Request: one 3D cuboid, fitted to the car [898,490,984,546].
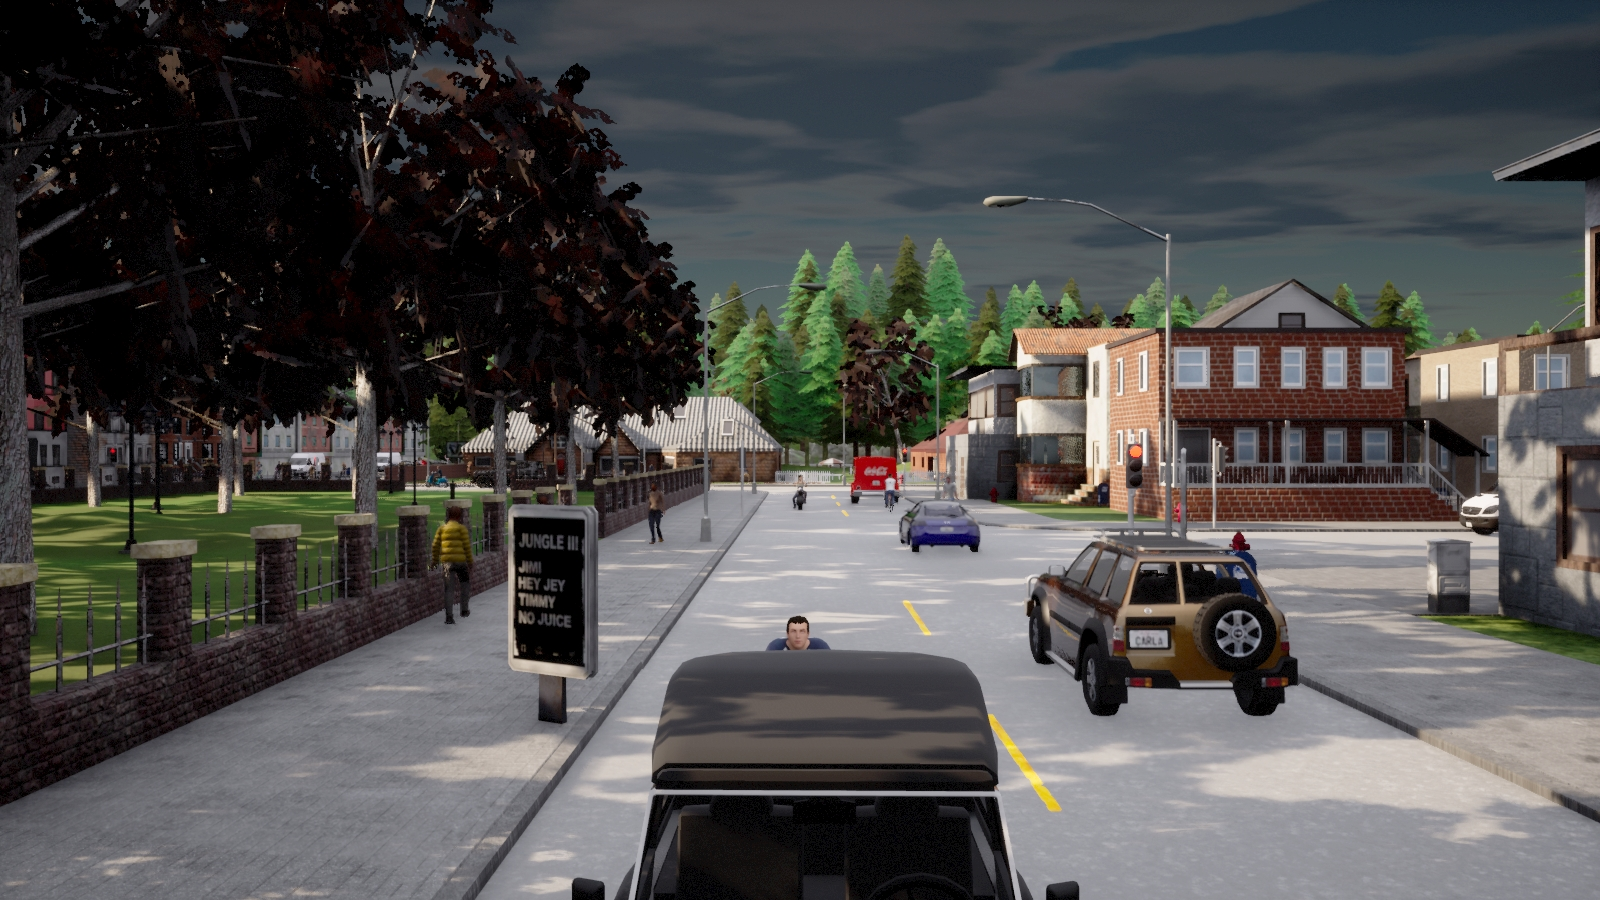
[{"bbox_3d":[4.003,1.912,33.124,1.994,1.385,4.181,0,0,0],"label":"car"}]

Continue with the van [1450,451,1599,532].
[{"bbox_3d":[24.712,1.329,37.232,5.915,2.561,1.988,0,0,0],"label":"van"}]

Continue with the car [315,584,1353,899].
[{"bbox_3d":[0.090,1.640,4.031,1.905,1.878,3.866,0,0,1],"label":"car"}]

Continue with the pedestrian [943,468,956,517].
[{"bbox_3d":[5.819,1.646,44.516,0.375,1.860,0.375,0,0,45],"label":"pedestrian"}]

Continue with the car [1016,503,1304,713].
[{"bbox_3d":[3.945,1.648,13.457,1.932,1.855,4.605,0,0,0],"label":"car"}]

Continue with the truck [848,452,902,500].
[{"bbox_3d":[3.969,1.372,61.570,2.627,2.467,5.204,0,0,1],"label":"truck"}]

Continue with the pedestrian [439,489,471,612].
[{"bbox_3d":[-5.301,1.532,17.572,0.375,1.860,0.375,0,0,2],"label":"pedestrian"}]

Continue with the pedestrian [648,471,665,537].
[{"bbox_3d":[-4.118,1.539,32.783,0.375,1.860,0.375,0,0,16],"label":"pedestrian"}]

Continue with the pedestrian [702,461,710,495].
[{"bbox_3d":[-5.224,1.550,63.441,0.375,1.860,0.375,0,0,6],"label":"pedestrian"}]
